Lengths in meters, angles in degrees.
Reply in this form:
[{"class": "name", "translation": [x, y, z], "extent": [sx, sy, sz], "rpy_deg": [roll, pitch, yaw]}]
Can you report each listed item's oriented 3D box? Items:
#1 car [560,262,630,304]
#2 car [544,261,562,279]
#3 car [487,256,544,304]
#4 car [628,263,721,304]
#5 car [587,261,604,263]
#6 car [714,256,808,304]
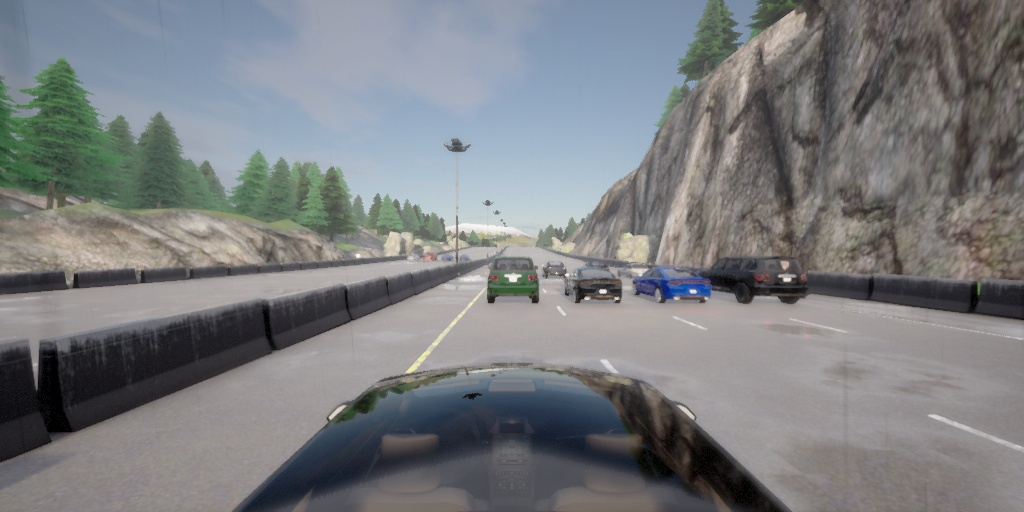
[{"class": "car", "translation": [3.563, 1.233, 16.430], "extent": [1.882, 1.535, 5.008], "rpy_deg": [0, 0, 0]}, {"class": "car", "translation": [3.680, 1.166, 31.425], "extent": [2.128, 1.511, 4.902], "rpy_deg": [0, 0, 0]}, {"class": "car", "translation": [0.063, 1.005, 16.487], "extent": [2.150, 2.045, 5.566], "rpy_deg": [0, 0, 0]}, {"class": "car", "translation": [7.063, 1.233, 16.402], "extent": [1.882, 1.535, 5.008], "rpy_deg": [0, 0, 0]}, {"class": "car", "translation": [7.180, 1.166, 31.398], "extent": [2.128, 1.511, 4.902], "rpy_deg": [0, 0, 0]}, {"class": "car", "translation": [10.563, 1.005, 16.406], "extent": [2.150, 2.045, 5.566], "rpy_deg": [0, 0, 0]}]
